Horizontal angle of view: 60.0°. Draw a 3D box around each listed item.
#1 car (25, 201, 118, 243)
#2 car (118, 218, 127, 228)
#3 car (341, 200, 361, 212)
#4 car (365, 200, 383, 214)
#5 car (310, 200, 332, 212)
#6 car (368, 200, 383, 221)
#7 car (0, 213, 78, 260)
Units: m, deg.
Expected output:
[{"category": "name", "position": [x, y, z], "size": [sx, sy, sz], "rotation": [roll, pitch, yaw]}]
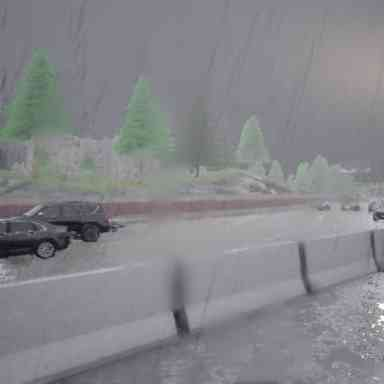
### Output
[{"category": "car", "position": [-6.834, 1.501, 16.387], "size": [5.566, 2.045, 2.150], "rotation": [0, -1, -37]}, {"category": "car", "position": [-6.610, 1.935, 20.932], "size": [4.718, 1.301, 1.895], "rotation": [0, -1, -38]}, {"category": "car", "position": [21.437, 1.876, 44.811], "size": [2.128, 1.511, 4.902], "rotation": [-1, -1, 37]}, {"category": "car", "position": [23.294, 1.814, 41.432], "size": [2.128, 1.511, 4.902], "rotation": [-1, -1, 38]}, {"category": "car", "position": [17.715, 1.931, 45.618], "size": [1.837, 1.490, 4.892], "rotation": [-1, 0, 38]}, {"category": "car", "position": [17.136, 1.693, 28.600], "size": [1.882, 1.535, 5.008], "rotation": [-1, -1, 43]}, {"category": "car", "position": [-6.949, 1.727, 11.995], "size": [4.892, 1.490, 1.837], "rotation": [0, -1, -36]}]
